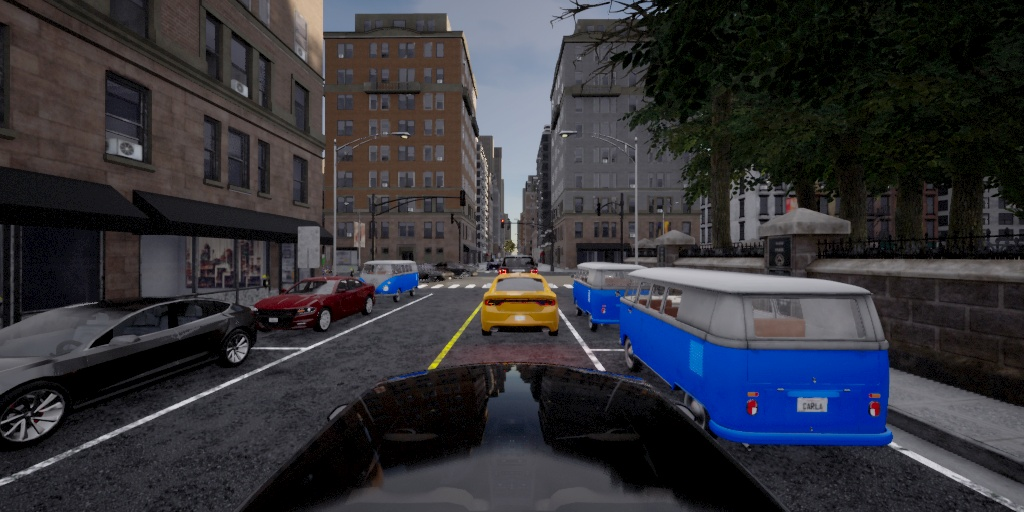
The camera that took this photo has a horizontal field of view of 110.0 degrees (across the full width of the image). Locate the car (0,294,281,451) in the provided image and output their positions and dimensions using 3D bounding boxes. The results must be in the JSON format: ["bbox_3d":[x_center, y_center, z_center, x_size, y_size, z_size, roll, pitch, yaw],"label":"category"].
[{"bbox_3d":[-5.807,1.315,5.209,1.948,1.339,4.313,0,0,1],"label":"car"}]

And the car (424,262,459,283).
[{"bbox_3d":[-7.119,1.271,27.409,5.357,1.411,2.033,0,0,18],"label":"car"}]

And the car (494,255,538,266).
[{"bbox_3d":[0.334,0.965,20.409,2.150,2.045,5.566,0,0,0],"label":"car"}]

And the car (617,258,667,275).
[{"bbox_3d":[13.863,1.093,38.411,4.553,1.767,2.097,0,0,0],"label":"car"}]

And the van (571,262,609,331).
[{"bbox_3d":[2.831,1.089,10.705,1.690,1.789,3.998,0,0,1],"label":"van"}]

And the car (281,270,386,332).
[{"bbox_3d":[-5.693,1.294,10.868,1.888,1.381,4.507,0,0,1],"label":"car"}]

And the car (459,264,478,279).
[{"bbox_3d":[-5.488,1.241,31.839,4.892,1.490,1.837,-1,0,0],"label":"car"}]

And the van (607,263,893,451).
[{"bbox_3d":[2.716,1.090,5.049,1.690,1.789,3.998,0,0,1],"label":"van"}]

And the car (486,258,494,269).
[{"bbox_3d":[-2.295,1.085,49.659,2.097,1.767,4.553,0,0,2],"label":"car"}]

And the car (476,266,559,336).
[{"bbox_3d":[0.227,1.226,10.453,1.882,1.535,5.008,0,0,1],"label":"car"}]

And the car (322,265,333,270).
[{"bbox_3d":[-18.405,1.096,31.930,4.553,1.767,2.097,0,0,0],"label":"car"}]

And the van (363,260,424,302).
[{"bbox_3d":[-5.579,1.087,16.527,1.690,1.789,3.998,0,0,1],"label":"van"}]
